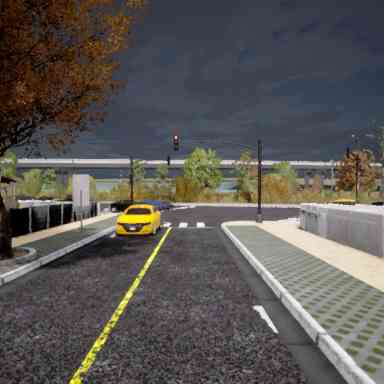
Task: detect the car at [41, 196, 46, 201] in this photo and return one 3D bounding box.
[{"bbox_3d":[-30.519,1.598,68.527,4.892,1.490,1.837,-1,2,36],"label":"car"}]

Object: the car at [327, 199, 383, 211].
[{"bbox_3d":[13.486,1.384,28.395,5.008,1.535,1.882,-1,2,36],"label":"car"}]

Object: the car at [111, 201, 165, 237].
[{"bbox_3d":[-2.814,1.472,18.342,1.882,1.535,5.008,0,0,0],"label":"car"}]

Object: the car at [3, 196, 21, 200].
[{"bbox_3d":[-32.151,1.963,57.627,4.181,1.385,1.994,0,2,37],"label":"car"}]

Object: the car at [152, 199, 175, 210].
[{"bbox_3d":[-4.716,1.613,41.624,5.357,1.411,2.033,-1,2,36],"label":"car"}]

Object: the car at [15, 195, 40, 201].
[{"bbox_3d":[-29.995,1.813,60.085,4.674,1.442,1.812,-1,2,36],"label":"car"}]

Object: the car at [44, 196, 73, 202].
[{"bbox_3d":[-18.615,1.757,47.711,5.008,1.535,1.882,-1,2,36],"label":"car"}]

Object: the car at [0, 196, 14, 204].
[{"bbox_3d":[-40.868,1.718,72.029,4.902,1.511,2.128,-1,2,36],"label":"car"}]

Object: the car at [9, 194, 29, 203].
[{"bbox_3d":[-38.939,1.438,74.636,4.553,1.767,2.097,-1,2,36],"label":"car"}]

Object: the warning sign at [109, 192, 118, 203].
[{"bbox_3d":[-14.244,0.993,60.242,1.060,1.860,1.300,2,1,36],"label":"warning sign"}]

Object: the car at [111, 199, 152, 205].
[{"bbox_3d":[-7.572,1.663,39.641,5.008,1.535,1.882,0,2,37],"label":"car"}]

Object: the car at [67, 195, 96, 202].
[{"bbox_3d":[-16.963,1.395,50.516,5.566,2.045,2.150,-1,2,36],"label":"car"}]
